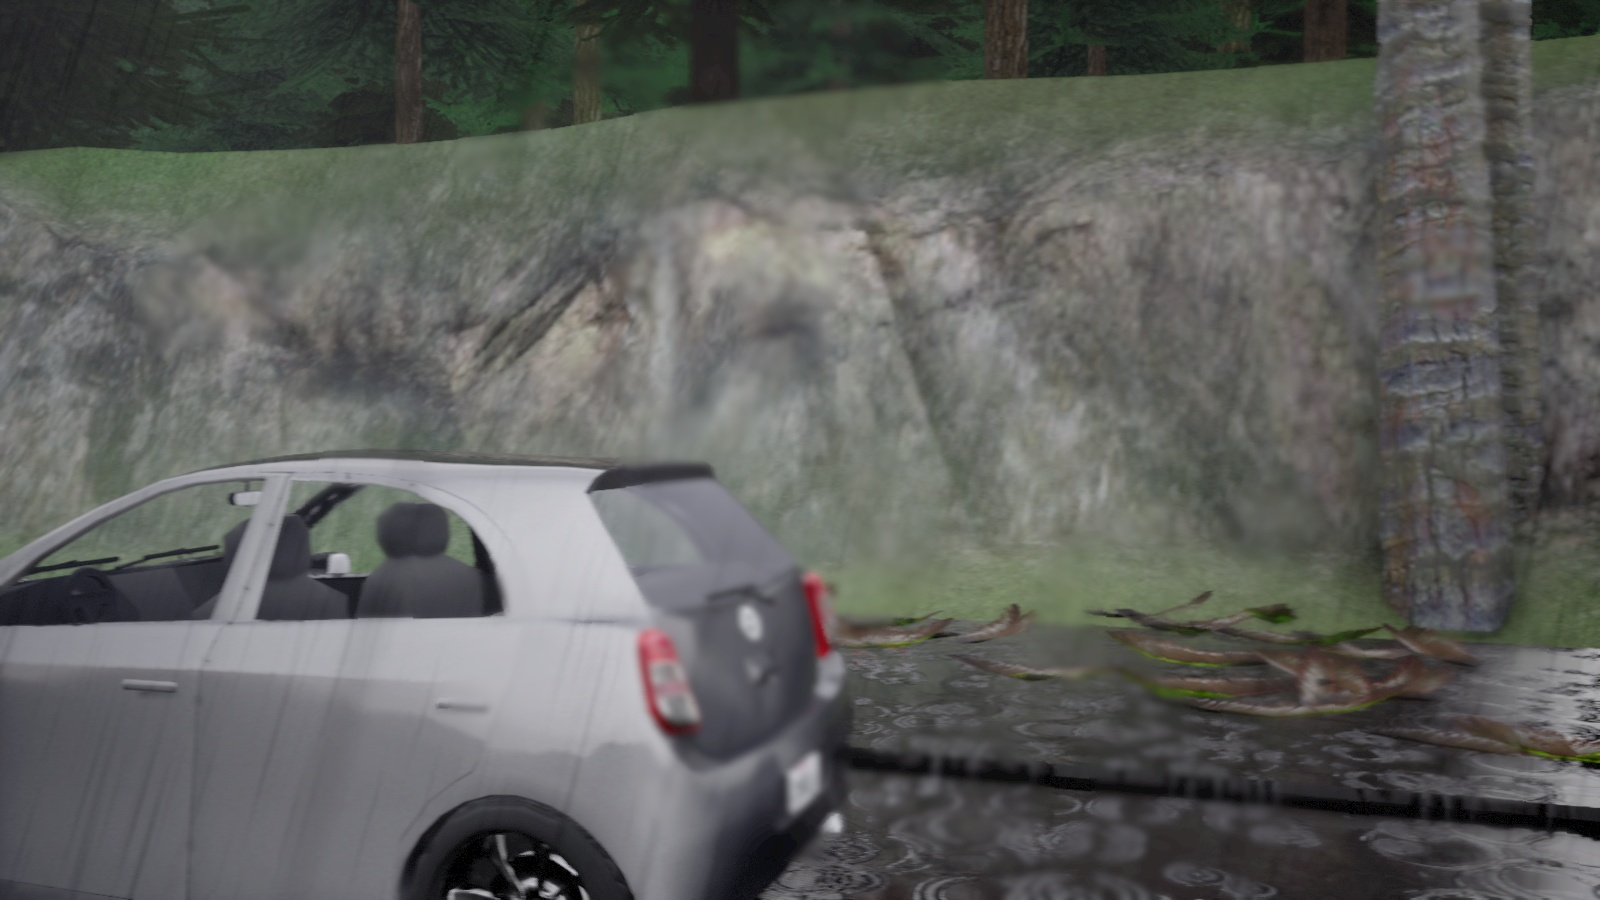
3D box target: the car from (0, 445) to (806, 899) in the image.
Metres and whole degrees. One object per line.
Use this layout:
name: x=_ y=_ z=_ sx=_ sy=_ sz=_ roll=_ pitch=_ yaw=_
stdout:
car: x=-1.997 y=0.764 z=4.391 sx=3.633 sy=1.501 sz=1.845 roll=1 pitch=1 yaw=19
